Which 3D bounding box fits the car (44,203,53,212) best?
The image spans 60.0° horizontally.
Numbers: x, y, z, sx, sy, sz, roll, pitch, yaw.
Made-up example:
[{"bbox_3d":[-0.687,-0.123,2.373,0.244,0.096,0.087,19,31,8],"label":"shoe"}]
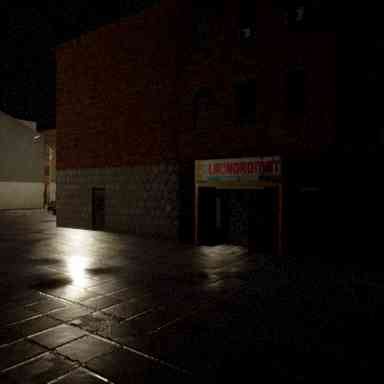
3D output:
[{"bbox_3d":[-14.504,1.522,38.326,2.128,1.511,4.902,0,0,36],"label":"car"}]
